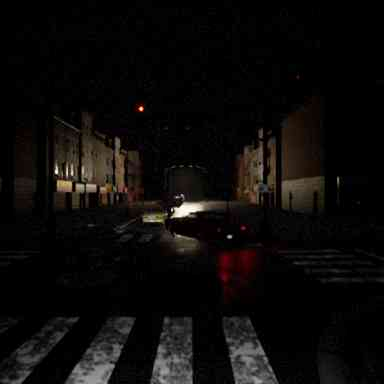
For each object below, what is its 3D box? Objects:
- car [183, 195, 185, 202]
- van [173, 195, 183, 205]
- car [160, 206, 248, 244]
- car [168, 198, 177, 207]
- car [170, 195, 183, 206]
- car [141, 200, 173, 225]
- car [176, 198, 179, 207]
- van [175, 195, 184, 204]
[{"bbox_3d":[-2.617,1.494,52.202,1.967,1.590,4.097,0,0,0],"label":"car"},{"bbox_3d":[-2.613,1.421,63.414,1.690,1.788,3.998,0,0,0],"label":"van"},{"bbox_3d":[0.483,1.607,16.049,1.895,1.301,4.718,0,0,-31],"label":"car"},{"bbox_3d":[-2.624,1.558,29.781,1.887,1.381,4.507,0,0,0],"label":"car"},{"bbox_3d":[-2.619,1.481,46.597,1.967,1.590,4.097,0,0,0],"label":"car"},{"bbox_3d":[-2.626,1.533,24.006,1.752,1.417,4.829,0,0,0],"label":"car"},{"bbox_3d":[-2.623,1.603,35.386,1.802,1.307,4.206,0,0,0],"label":"car"},{"bbox_3d":[-2.611,1.436,69.019,1.690,1.788,3.998,0,0,0],"label":"van"}]
